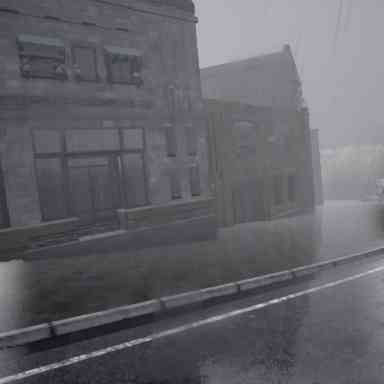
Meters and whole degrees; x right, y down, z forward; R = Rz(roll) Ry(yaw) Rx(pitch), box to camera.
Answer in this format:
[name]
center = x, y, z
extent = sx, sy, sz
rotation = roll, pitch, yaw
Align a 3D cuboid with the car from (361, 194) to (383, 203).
[car]
center = 31.629, 1.138, 58.593
extent = 1.994, 1.385, 4.181
rotation = -5, -2, 0
